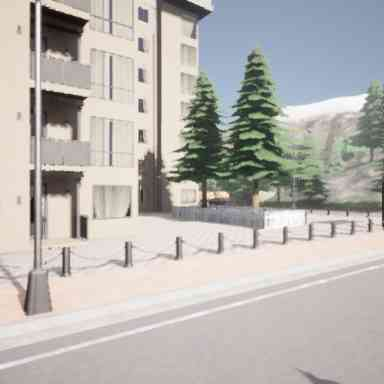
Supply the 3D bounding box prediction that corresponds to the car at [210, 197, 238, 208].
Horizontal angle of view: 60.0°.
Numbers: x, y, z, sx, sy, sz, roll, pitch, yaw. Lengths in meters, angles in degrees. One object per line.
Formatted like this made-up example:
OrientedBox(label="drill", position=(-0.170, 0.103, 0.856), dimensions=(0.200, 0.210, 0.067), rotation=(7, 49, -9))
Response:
OrientedBox(label="car", position=(4.489, 1.515, 47.341), dimensions=(1.837, 1.490, 4.892), rotation=(0, 0, -35))
